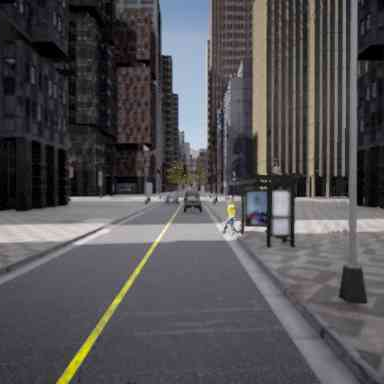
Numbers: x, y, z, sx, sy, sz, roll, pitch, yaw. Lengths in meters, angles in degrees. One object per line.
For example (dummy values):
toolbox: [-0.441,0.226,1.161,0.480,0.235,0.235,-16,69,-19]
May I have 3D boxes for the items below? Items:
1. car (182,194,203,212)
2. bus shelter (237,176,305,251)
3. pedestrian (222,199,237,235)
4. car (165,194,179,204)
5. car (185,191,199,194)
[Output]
car: [0.085,1.207,34.364,1.837,1.490,4.892,0,0,0]
bus shelter: [3.137,0.757,14.020,1.920,2.740,3.880,0,1,0]
pedestrian: [1.793,1.158,15.764,0.375,1.860,0.375,0,1,-10]
car: [-3.003,1.050,50.654,2.128,1.511,4.902,0,0,0]
car: [0.020,0.813,46.735,2.150,2.045,5.566,0,1,1]
